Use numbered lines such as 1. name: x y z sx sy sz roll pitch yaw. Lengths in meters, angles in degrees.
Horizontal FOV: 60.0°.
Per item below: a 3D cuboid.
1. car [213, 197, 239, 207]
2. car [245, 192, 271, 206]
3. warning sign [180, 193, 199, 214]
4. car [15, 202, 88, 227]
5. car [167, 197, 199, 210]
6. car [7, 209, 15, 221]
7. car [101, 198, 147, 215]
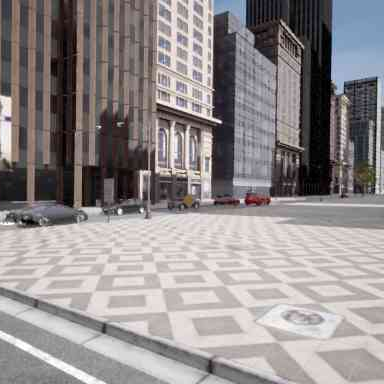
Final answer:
1. car: 4.969 1.394 48.036 1.895 1.301 4.718 1 1 36
2. car: 9.831 1.054 49.433 2.150 2.045 5.566 1 1 35
3. warning sign: -0.242 1.077 30.668 1.300 1.860 1.060 1 1 35
4. car: -9.232 1.526 22.592 1.994 1.385 4.181 1 1 36
5. car: -0.988 1.340 39.681 1.837 1.490 4.892 1 1 35
6. car: -11.447 1.470 24.911 1.994 1.385 4.181 1 1 35
7. car: -6.435 1.377 31.988 1.837 1.490 4.892 1 1 35
